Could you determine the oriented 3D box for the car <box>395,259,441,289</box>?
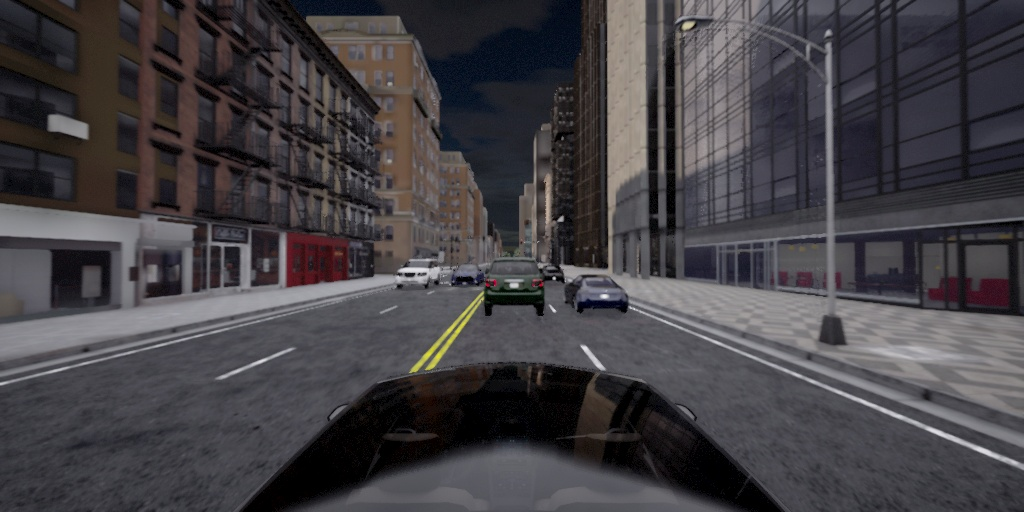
[{"bbox_3d":[-6.591,1.212,25.811,2.150,2.045,5.566,0,-1,0],"label":"car"}]

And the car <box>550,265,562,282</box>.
[{"bbox_3d":[3.347,1.543,30.711,1.837,1.490,4.892,0,-1,0],"label":"car"}]

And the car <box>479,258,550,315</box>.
[{"bbox_3d":[0.089,1.095,14.491,2.150,2.045,5.566,0,-1,0],"label":"car"}]

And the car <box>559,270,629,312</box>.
[{"bbox_3d":[3.337,1.443,14.907,1.994,1.385,4.181,0,-1,0],"label":"car"}]

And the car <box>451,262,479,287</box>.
[{"bbox_3d":[-3.341,1.356,27.431,2.097,1.767,4.553,0,-1,0],"label":"car"}]
